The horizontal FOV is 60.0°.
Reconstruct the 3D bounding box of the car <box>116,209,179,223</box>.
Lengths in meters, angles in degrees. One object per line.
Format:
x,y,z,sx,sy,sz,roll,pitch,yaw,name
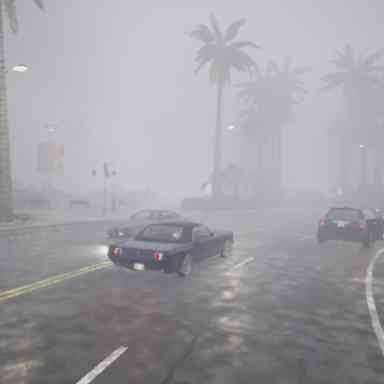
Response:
-1.739,1.484,14.829,1.994,1.385,4.181,1,0,32,car

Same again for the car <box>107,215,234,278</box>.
-0.298,1.561,10.170,1.895,1.301,4.718,1,0,27,car

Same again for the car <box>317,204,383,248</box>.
7.570,1.428,15.562,2.097,1.767,4.553,1,0,39,car
